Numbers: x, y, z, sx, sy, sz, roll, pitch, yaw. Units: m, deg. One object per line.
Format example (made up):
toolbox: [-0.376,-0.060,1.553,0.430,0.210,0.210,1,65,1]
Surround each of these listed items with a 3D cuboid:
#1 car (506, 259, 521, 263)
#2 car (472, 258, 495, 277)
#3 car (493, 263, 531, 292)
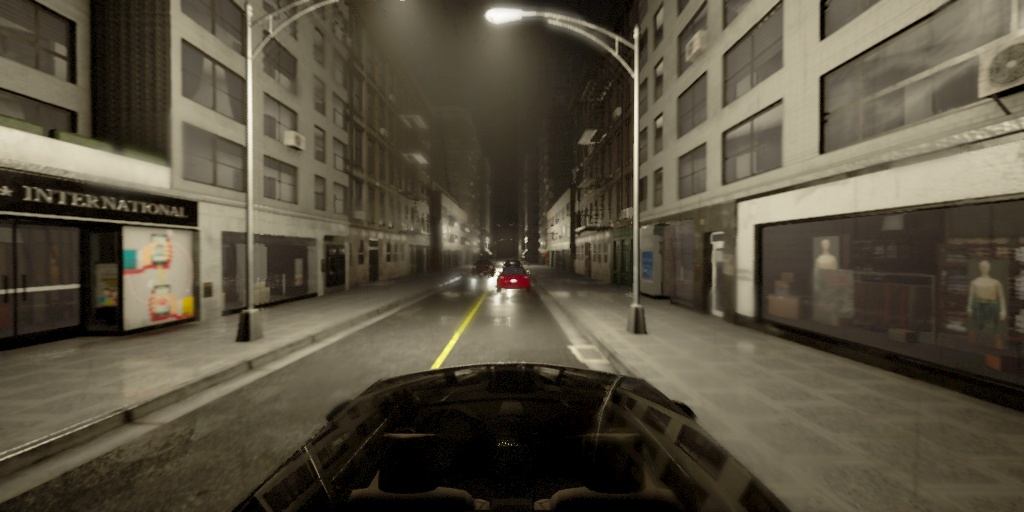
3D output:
car: [0.103,1.109,36.746,2.097,1.767,4.553,0,0,0]
car: [-2.757,1.107,35.707,2.097,1.767,4.553,0,0,0]
car: [0.101,1.315,21.434,1.994,1.385,4.181,0,0,0]
